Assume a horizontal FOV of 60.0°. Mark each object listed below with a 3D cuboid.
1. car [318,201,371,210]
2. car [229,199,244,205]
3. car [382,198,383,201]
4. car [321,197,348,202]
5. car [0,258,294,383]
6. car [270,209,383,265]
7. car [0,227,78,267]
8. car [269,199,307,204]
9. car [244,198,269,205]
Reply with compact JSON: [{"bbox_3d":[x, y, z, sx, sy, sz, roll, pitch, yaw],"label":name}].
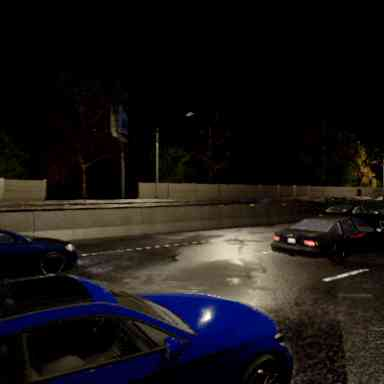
[{"bbox_3d":[9.179,1.479,18.891,4.902,1.511,2.128,0,0,-36],"label":"car"},{"bbox_3d":[7.346,1.539,43.603,5.357,1.411,2.033,0,0,-35],"label":"car"},{"bbox_3d":[39.970,1.445,66.771,4.674,1.442,1.812,0,0,-35],"label":"car"},{"bbox_3d":[15.414,1.343,36.461,4.553,1.767,2.097,0,0,-35],"label":"car"},{"bbox_3d":[-1.109,1.525,2.955,4.674,1.442,1.812,0,0,-35],"label":"car"},{"bbox_3d":[5.106,1.539,11.686,5.357,1.411,2.033,0,0,-35],"label":"car"},{"bbox_3d":[-5.184,1.564,8.646,4.181,1.385,1.994,0,0,-36],"label":"car"},{"bbox_3d":[11.365,1.517,37.875,4.674,1.442,1.812,0,0,-35],"label":"car"},{"bbox_3d":[9.367,1.539,40.749,5.357,1.411,2.033,0,0,-35],"label":"car"}]
